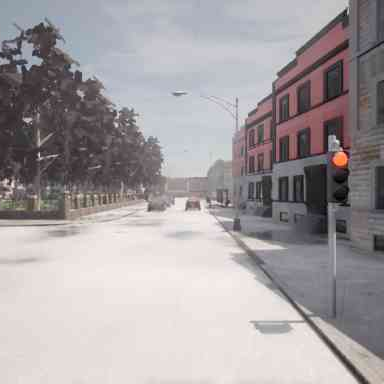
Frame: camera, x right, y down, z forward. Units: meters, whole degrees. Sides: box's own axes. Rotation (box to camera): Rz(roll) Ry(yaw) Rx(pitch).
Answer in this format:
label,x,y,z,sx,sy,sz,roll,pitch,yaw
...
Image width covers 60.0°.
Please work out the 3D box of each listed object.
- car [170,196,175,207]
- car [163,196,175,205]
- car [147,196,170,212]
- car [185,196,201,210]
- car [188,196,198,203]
label,x,y,z,sx,sy,sz,roll,pitch,yaw
car,-4.074,1.547,49.223,2.033,1.411,5.357,0,0,0
car,-4.039,1.505,59.622,1.837,1.490,4.892,0,0,0
car,-4.080,1.478,39.323,1.882,1.535,5.008,0,0,0
car,0.141,1.526,43.311,1.812,1.442,4.674,0,0,0
car,0.135,1.547,69.285,2.033,1.411,5.357,0,0,0
